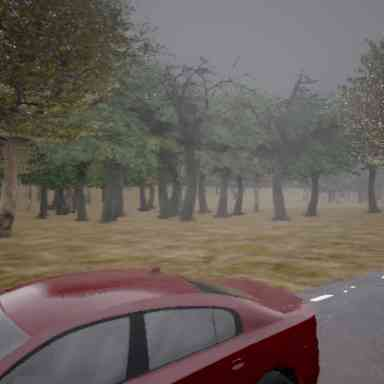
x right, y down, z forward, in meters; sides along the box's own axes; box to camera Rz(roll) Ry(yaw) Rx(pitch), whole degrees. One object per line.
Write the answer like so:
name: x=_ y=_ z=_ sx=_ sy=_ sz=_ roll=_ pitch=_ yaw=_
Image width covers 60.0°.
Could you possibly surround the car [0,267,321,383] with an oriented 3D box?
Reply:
car: x=-1.024 y=1.482 z=2.683 sx=5.008 sy=1.535 sz=1.882 roll=0 pitch=0 yaw=-36
